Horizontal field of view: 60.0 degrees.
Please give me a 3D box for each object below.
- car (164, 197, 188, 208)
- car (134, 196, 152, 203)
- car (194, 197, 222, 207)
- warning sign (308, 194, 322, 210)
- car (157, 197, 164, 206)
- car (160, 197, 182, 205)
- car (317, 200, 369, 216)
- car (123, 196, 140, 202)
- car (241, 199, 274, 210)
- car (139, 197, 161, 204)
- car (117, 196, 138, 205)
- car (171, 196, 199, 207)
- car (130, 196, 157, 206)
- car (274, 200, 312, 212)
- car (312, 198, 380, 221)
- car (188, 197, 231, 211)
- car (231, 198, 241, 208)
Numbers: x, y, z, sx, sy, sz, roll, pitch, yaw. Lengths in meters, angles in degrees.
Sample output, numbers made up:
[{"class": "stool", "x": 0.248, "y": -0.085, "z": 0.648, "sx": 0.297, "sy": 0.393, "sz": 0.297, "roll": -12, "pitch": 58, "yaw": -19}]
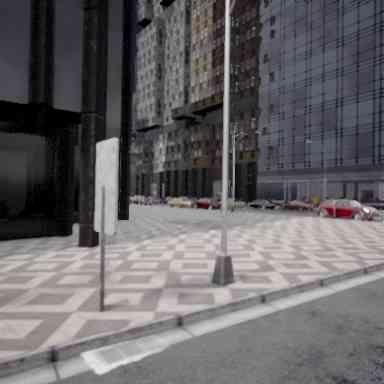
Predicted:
[{"class": "car", "x": -1.227, "y": 1.362, "z": 41.955, "sx": 1.752, "sy": 1.417, "sz": 4.829, "roll": 1, "pitch": -1, "yaw": -35}, {"class": "car", "x": -10.266, "y": 1.595, "z": 69.390, "sx": 1.947, "sy": 1.339, "sz": 4.313, "roll": 2, "pitch": -1, "yaw": -35}, {"class": "car", "x": 2.447, "y": 1.575, "z": 51.499, "sx": 2.008, "sy": 1.369, "sz": 4.403, "roll": 1, "pitch": -1, "yaw": -35}, {"class": "warning sign", "x": 14.337, "y": 1.178, "z": 38.761, "sx": 1.300, "sy": 1.860, "sz": 1.060, "roll": 2, "pitch": -1, "yaw": -35}, {"class": "car", "x": -5.942, "y": 1.451, "z": 53.323, "sx": 2.033, "sy": 1.411, "sz": 5.357, "roll": 2, "pitch": -1, "yaw": -35}, {"class": "car", "x": -3.909, "y": 1.580, "z": 60.445, "sx": 2.008, "sy": 1.369, "sz": 4.403, "roll": 2, "pitch": -1, "yaw": -35}, {"class": "car", "x": 15.159, "y": 1.576, "z": 33.608, "sx": 1.947, "sy": 1.339, "sz": 4.313, "roll": 1, "pitch": -1, "yaw": -35}, {"class": "car", "x": -13.444, "y": 1.595, "z": 73.863, "sx": 1.947, "sy": 1.339, "sz": 4.313, "roll": 2, "pitch": -1, "yaw": -35}, {"class": "car", "x": 8.803, "y": 1.583, "z": 42.553, "sx": 1.947, "sy": 1.339, "sz": 4.313, "roll": 1, "pitch": -1, "yaw": -35}, {"class": "car", "x": -7.796, "y": 1.570, "z": 61.144, "sx": 1.895, "sy": 1.301, "sz": 4.718, "roll": 2, "pitch": -1, "yaw": -35}, {"class": "car", "x": -10.863, "y": 1.427, "z": 55.514, "sx": 1.802, "sy": 1.307, "sz": 4.206, "roll": 2, "pitch": -1, "yaw": -35}, {"class": "car", "x": -1.150, "y": 1.456, "z": 51.844, "sx": 2.128, "sy": 1.511, "sz": 4.902, "roll": 1, "pitch": -1, "yaw": -35}, {"class": "car", "x": -7.682, "y": 1.283, "z": 51.042, "sx": 1.967, "sy": 1.590, "sz": 4.097, "roll": 1, "pitch": -1, "yaw": -35}, {"class": "car", "x": 11.981, "y": 1.596, "z": 38.080, "sx": 1.802, "sy": 1.307, "sz": 4.206, "roll": 1, "pitch": -1, "yaw": -35}, {"class": "car", "x": 11.372, "y": 1.262, "z": 24.228, "sx": 1.967, "sy": 1.590, "sz": 4.097, "roll": 2, "pitch": -1, "yaw": -36}, {"class": "car", "x": 1.853, "y": 1.378, "z": 37.620, "sx": 1.887, "sy": 1.381, "sz": 4.507, "roll": 1, "pitch": -1, "yaw": -35}, {"class": "car", "x": 5.527, "y": 1.546, "z": 47.165, "sx": 1.752, "sy": 1.417, "sz": 4.829, "roll": 1, "pitch": -1, "yaw": -35}]
